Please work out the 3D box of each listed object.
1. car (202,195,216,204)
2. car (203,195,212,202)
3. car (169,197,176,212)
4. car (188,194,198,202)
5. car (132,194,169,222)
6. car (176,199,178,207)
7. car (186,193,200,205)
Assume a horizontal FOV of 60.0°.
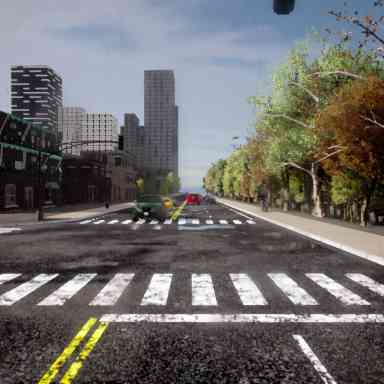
[{"bbox_3d":[3.470,1.540,63.136,1.994,1.385,4.181,0,0,0],"label":"car"},{"bbox_3d":[3.388,1.471,73.092,1.837,1.490,4.892,0,0,0],"label":"car"},{"bbox_3d":[-3.267,1.464,39.508,1.882,1.535,5.008,0,0,0],"label":"car"},{"bbox_3d":[0.149,1.325,72.789,2.097,1.767,4.553,0,0,0],"label":"car"},{"bbox_3d":[-3.296,1.213,26.629,2.150,2.045,5.566,0,0,0],"label":"car"},{"bbox_3d":[-3.240,1.529,52.436,2.033,1.411,5.357,0,0,0],"label":"car"},{"bbox_3d":[0.210,1.200,58.763,2.150,2.045,5.566,0,0,0],"label":"car"}]
